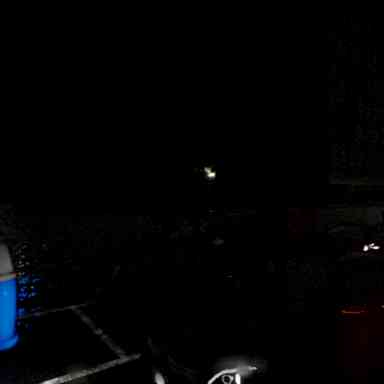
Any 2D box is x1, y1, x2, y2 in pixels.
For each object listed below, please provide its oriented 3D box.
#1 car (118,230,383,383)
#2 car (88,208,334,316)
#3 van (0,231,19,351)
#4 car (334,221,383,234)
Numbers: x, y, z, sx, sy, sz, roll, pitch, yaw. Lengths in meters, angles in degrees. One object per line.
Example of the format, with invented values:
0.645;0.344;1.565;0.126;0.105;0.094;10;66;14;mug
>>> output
1.597;1.527;4.519;4.674;1.442;1.812;0;0;-35;car
0.497;1.317;7.004;5.009;1.841;2.192;0;0;-36;car
-4.122;1.343;3.703;3.998;1.788;1.690;0;0;-36;van
5.116;1.584;10.306;4.206;1.307;1.802;0;0;-36;car
